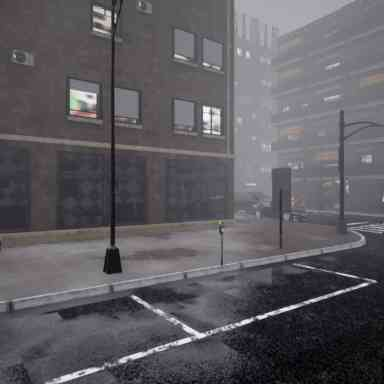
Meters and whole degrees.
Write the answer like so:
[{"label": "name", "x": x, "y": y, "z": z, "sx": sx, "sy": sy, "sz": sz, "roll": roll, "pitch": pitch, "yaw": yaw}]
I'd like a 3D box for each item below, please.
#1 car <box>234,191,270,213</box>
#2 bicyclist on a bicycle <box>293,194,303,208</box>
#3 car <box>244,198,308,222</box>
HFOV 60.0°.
[{"label": "car", "x": 5.515, "y": 0.948, "z": 29.669, "sx": 2.150, "sy": 2.045, "sz": 5.566, "roll": 0, "pitch": 1, "yaw": -36}, {"label": "bicyclist on a bicycle", "x": 11.563, "y": 1.011, "z": 36.210, "sx": 1.656, "sy": 1.620, "sz": 0.582, "roll": 0, "pitch": 1, "yaw": -36}, {"label": "car", "x": 6.298, "y": 1.342, "z": 24.197, "sx": 2.008, "sy": 1.369, "sz": 4.403, "roll": 1, "pitch": 0, "yaw": -36}]
